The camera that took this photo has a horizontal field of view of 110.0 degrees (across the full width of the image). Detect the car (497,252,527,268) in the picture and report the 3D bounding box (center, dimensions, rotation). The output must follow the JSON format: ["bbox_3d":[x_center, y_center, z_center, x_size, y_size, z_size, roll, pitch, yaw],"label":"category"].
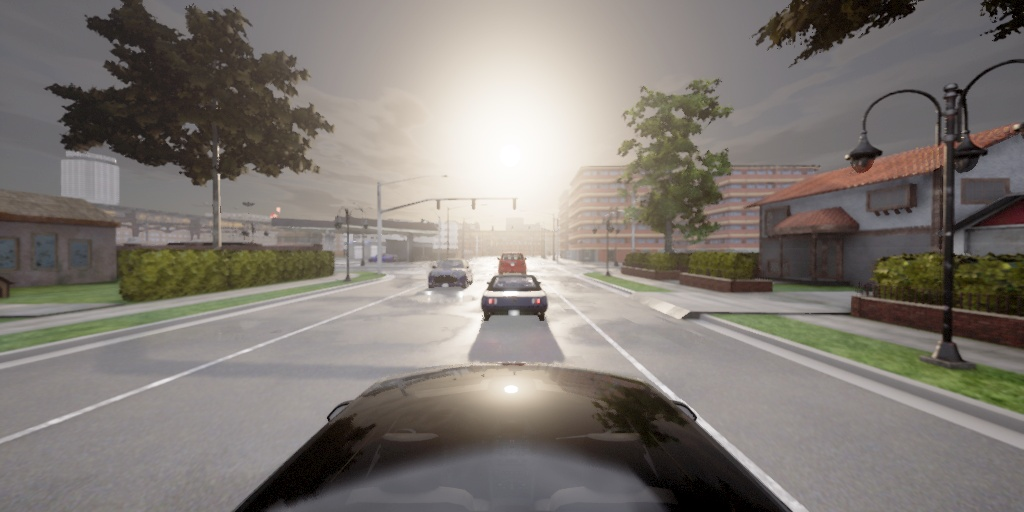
[{"bbox_3d":[-0.007,0.694,28.650,2.150,2.045,5.566,0,1,-1],"label":"car"}]

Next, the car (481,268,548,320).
[{"bbox_3d":[0.065,1.244,12.011,1.895,1.301,4.718,0,1,0],"label":"car"}]

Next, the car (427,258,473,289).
[{"bbox_3d":[-3.549,0.947,21.268,2.097,1.767,4.553,0,1,0],"label":"car"}]
